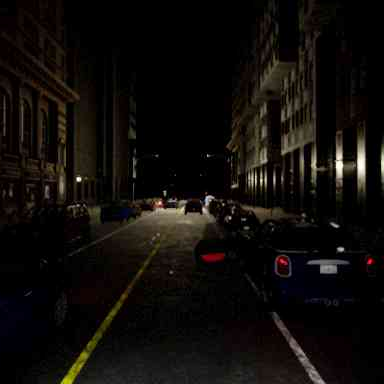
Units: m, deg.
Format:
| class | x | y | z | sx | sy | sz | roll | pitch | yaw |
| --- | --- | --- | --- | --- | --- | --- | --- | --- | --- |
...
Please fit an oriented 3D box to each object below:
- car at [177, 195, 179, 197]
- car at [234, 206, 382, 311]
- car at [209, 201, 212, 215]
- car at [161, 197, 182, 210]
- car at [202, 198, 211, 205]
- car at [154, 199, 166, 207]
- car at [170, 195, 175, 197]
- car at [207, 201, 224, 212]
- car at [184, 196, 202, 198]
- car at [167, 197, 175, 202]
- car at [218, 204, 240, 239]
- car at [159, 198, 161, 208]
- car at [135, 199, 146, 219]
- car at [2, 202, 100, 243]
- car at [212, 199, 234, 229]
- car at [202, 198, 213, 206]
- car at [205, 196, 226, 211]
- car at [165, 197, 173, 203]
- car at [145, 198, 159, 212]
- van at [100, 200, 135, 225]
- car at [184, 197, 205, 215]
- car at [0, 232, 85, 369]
| class | x | y | z | sx | sy | sz | roll | pitch | yaw |
| --- | --- | --- | --- | --- | --- | --- | --- | --- | --- |
| car | -5.484 | 1.782 | 92.195 | 2.192 | 1.841 | 5.009 | 0 | 0 | 0 |
| car | 2.412 | 1.389 | 7.978 | 2.097 | 1.767 | 4.553 | 0 | 0 | 0 |
| car | 2.856 | 1.727 | 30.563 | 1.802 | 1.307 | 4.206 | 0 | 0 | 0 |
| car | -2.860 | 1.793 | 46.997 | 1.994 | 1.385 | 4.181 | 0 | 0 | 0 |
| car | 2.973 | 1.928 | 69.777 | 1.802 | 1.307 | 4.206 | 0 | 0 | 0 |
| car | -5.586 | 1.869 | 58.583 | 1.802 | 1.307 | 4.206 | 0 | 0 | 0 |
| car | -5.535 | 1.927 | 75.388 | 2.008 | 1.369 | 4.403 | 0 | 0 | 0 |
| car | 2.889 | 1.783 | 41.768 | 1.802 | 1.307 | 4.206 | 0 | 0 | 0 |
| car | 0.152 | 1.703 | 46.384 | 1.882 | 1.535 | 5.008 | 0 | 0 | 1 |
| car | -5.502 | 1.981 | 86.591 | 1.887 | 1.381 | 4.507 | 0 | 0 | 0 |
| car | 2.822 | 1.641 | 19.359 | 2.008 | 1.369 | 4.403 | 0 | 0 | 0 |
| car | -5.602 | 1.699 | 52.982 | 1.967 | 1.590 | 4.097 | 0 | 0 | 0 |
| car | -5.670 | 1.669 | 30.405 | 1.752 | 1.417 | 4.829 | 0 | 0 | 0 |
| car | -5.719 | 1.378 | 13.772 | 2.192 | 1.841 | 5.009 | 0 | 0 | 0 |
| car | 2.839 | 1.557 | 24.962 | 1.967 | 1.590 | 4.097 | 0 | 0 | 0 |
| car | 2.956 | 1.899 | 64.176 | 1.802 | 1.307 | 4.206 | 0 | 0 | 0 |
| car | 2.873 | 1.488 | 36.167 | 2.192 | 1.841 | 5.009 | 0 | 0 | 0 |
| car | -5.519 | 1.930 | 80.819 | 1.752 | 1.417 | 4.829 | 0 | 0 | 0 |
| car | -5.636 | 1.641 | 41.779 | 1.967 | 1.590 | 4.097 | 0 | 0 | 0 |
| van | -5.685 | 1.458 | 24.974 | 1.690 | 1.788 | 3.998 | 0 | 0 | 0 |
| car | 0.179 | 1.651 | 36.257 | 1.882 | 1.535 | 5.008 | 0 | 0 | 0 |
| car | -3.075 | 1.545 | 4.238 | 1.812 | 1.442 | 4.674 | 0 | 0 | 0 |
